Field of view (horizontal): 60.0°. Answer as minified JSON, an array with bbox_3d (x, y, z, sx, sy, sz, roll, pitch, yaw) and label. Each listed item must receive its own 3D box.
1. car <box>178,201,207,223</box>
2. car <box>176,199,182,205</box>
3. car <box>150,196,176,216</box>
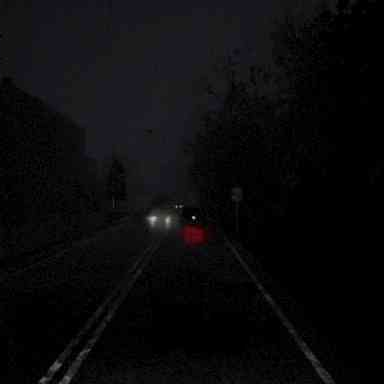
[{"bbox_3d":[0.124,1.638,26.575,1.837,1.490,4.892,0,-1,0],"label":"car"},{"bbox_3d":[-3.032,2.400,78.306,2.128,1.511,4.902,0,-1,0],"label":"car"},{"bbox_3d":[-3.296,1.487,36.658,2.150,2.045,5.566,0,-1,0],"label":"car"}]
